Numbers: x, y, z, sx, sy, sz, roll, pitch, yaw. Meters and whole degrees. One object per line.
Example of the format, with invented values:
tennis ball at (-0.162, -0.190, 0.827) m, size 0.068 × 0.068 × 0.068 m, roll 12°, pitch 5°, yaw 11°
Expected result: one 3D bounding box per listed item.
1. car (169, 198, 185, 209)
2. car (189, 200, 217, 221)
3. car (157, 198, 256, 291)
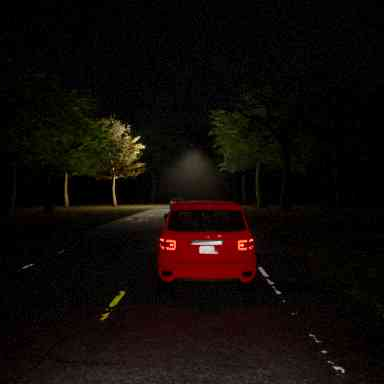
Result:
car at (-2.155, 1.630, 48.080) m, size 1.882 × 1.535 × 5.008 m, roll 0°, pitch -1°, yaw 2°
car at (0.892, 1.512, 28.173) m, size 2.128 × 1.511 × 4.902 m, roll 0°, pitch 0°, yaw 1°
car at (0.351, 1.227, 9.199) m, size 2.150 × 2.045 × 5.566 m, roll 0°, pitch 0°, yaw 1°
